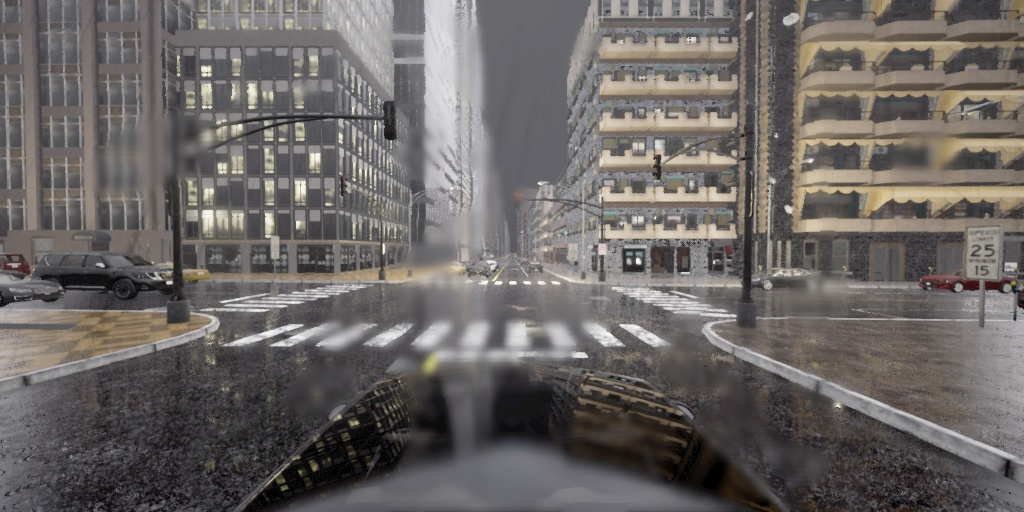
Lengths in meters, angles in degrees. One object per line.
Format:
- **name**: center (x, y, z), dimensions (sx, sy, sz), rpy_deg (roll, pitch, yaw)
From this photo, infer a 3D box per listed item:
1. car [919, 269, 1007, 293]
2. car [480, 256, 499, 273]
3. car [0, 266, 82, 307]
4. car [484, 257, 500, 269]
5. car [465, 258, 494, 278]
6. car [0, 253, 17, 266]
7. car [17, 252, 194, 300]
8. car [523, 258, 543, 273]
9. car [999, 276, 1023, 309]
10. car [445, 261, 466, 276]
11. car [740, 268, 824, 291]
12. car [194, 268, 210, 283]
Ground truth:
- **car**: center (27.393, 1.459, 21.629), dimensions (4.507, 1.381, 1.888), rpy_deg (0, 0, 1)
- **car**: center (-3.057, 0.955, 44.363), dimensions (2.150, 2.045, 5.566), rpy_deg (0, 0, 0)
- **car**: center (-20.275, 1.203, 13.992), dimensions (4.403, 1.370, 2.007), rpy_deg (0, 0, 1)
- **car**: center (-3.038, 1.082, 54.506), dimensions (2.097, 1.767, 4.553), rpy_deg (0, 0, 0)
- **car**: center (-3.065, 1.242, 34.664), dimensions (1.837, 1.490, 4.892), rpy_deg (0, 0, 0)
- **car**: center (-33.594, 0.710, 22.542), dimensions (5.009, 1.841, 2.192), rpy_deg (0, 0, 1)
- **car**: center (-18.469, 0.846, 16.510), dimensions (5.566, 2.045, 2.150), rpy_deg (1, 1, 1)
- **car**: center (2.727, 1.284, 42.277), dimensions (2.007, 1.370, 4.403), rpy_deg (0, 0, 0)
- **car**: center (21.727, 1.574, 13.333), dimensions (4.313, 1.339, 1.948), rpy_deg (0, 0, 1)
- **car**: center (-5.658, 1.261, 36.460), dimensions (1.751, 1.417, 4.829), rpy_deg (0, 0, 0)
- **car**: center (16.328, 1.373, 21.794), dimensions (4.403, 1.370, 2.007), rpy_deg (0, 0, 1)
- **car**: center (-21.647, 1.027, 22.327), dimensions (4.829, 1.417, 1.751), rpy_deg (0, 0, 1)
